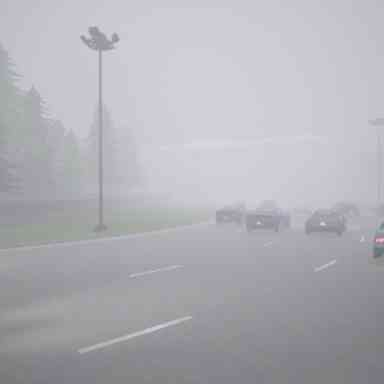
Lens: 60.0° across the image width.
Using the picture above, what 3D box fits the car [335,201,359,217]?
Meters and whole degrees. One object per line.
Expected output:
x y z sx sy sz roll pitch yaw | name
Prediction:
15.784 1.728 34.536 1.837 1.490 4.892 0 -1 9 | car

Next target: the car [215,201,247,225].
3.310 1.715 26.174 1.882 1.535 5.008 0 -1 21 | car

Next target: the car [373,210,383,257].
8.007 1.614 12.544 2.033 1.411 5.357 -1 -1 34 | car

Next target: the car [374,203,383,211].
19.145 1.649 31.718 1.882 1.535 5.008 0 -1 8 | car

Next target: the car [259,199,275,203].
9.853 1.706 43.132 2.097 1.767 4.553 -1 -1 7 | car

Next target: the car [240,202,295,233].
4.965 1.653 21.243 1.882 1.535 5.008 0 0 27 | car

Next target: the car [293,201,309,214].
13.051 1.828 40.368 1.812 1.442 4.674 0 -1 7 | car

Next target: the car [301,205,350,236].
7.983 1.701 19.720 1.994 1.385 4.181 -1 -1 28 | car
